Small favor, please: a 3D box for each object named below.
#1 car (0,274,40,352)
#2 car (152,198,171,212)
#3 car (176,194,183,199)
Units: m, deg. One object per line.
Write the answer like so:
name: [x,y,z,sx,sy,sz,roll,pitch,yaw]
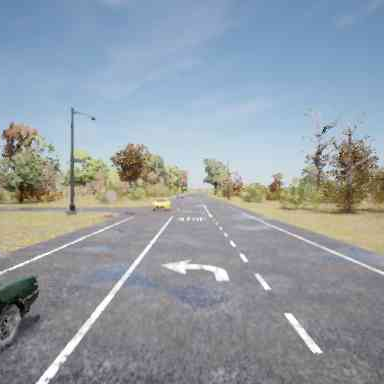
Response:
car: [-3.503,1.597,3.386,1.895,1.301,4.718,0,0,0]
car: [-3.468,1.416,38.498,1.882,1.535,5.008,0,0,0]
car: [-3.413,1.328,94.235,2.128,1.511,4.902,0,0,0]
